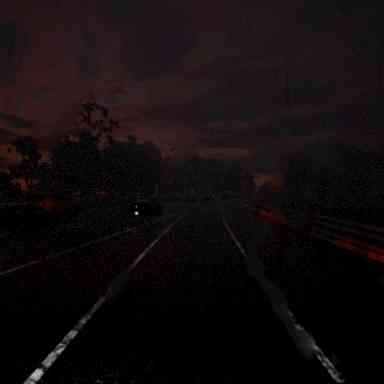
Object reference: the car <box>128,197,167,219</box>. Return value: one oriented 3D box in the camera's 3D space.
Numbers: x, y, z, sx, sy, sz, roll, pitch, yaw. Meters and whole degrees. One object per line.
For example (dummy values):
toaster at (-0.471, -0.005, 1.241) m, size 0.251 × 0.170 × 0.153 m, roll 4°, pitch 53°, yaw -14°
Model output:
car at (-3.782, 1.341, 27.481) m, size 1.837 × 1.490 × 4.892 m, roll 0°, pitch 0°, yaw 9°

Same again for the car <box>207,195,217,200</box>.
car at (5.585, 1.484, 92.185) m, size 1.812 × 1.442 × 4.674 m, roll 0°, pitch 0°, yaw 14°

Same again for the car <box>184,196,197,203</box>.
car at (-0.344, 1.468, 65.837) m, size 1.994 × 1.385 × 4.181 m, roll 0°, pitch 0°, yaw 12°

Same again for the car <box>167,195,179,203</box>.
car at (-3.934, 1.409, 65.775) m, size 1.837 × 1.490 × 4.892 m, roll 0°, pitch 0°, yaw 12°

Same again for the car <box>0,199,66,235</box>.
car at (-8.843, 1.321, 17.317) m, size 1.837 × 1.490 × 4.892 m, roll 0°, pitch 0°, yaw 8°

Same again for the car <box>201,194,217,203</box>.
car at (3.246, 1.412, 65.922) m, size 1.837 × 1.490 × 4.892 m, roll 0°, pitch 0°, yaw 12°

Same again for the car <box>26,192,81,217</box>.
car at (-11.029, 1.050, 26.514) m, size 2.150 × 2.045 × 5.566 m, roll 0°, pitch 0°, yaw 9°
